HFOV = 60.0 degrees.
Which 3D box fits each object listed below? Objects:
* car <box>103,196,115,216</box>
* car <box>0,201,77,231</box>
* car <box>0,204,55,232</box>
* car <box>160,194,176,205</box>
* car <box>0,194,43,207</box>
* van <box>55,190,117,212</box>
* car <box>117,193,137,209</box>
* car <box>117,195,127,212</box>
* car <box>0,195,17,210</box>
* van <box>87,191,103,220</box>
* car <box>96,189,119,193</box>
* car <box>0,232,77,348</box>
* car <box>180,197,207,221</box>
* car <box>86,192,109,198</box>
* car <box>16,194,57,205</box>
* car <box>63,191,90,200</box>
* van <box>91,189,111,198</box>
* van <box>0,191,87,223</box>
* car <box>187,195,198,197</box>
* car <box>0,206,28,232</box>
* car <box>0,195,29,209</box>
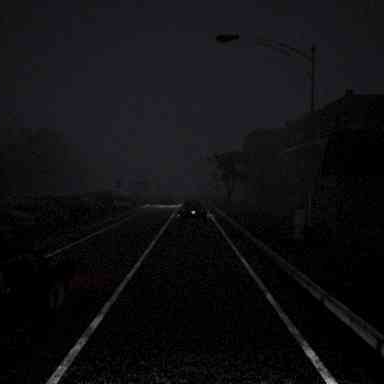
[{"bbox_3d":[-8.972,1.279,25.942,5.008,1.535,2.097,0,1,0],"label":"car"},{"bbox_3d":[-8.993,1.406,17.530,4.792,1.488,2.163,0,1,0],"label":"car"},{"bbox_3d":[-8.956,1.440,14.723,4.674,1.452,2.002,0,0,0],"label":"car"},{"bbox_3d":[-3.346,1.002,47.053,1.882,1.535,5.008,0,0,0],"label":"car"},{"bbox_3d":[-21.898,1.074,41.813,5.366,1.575,1.946,0,1,0],"label":"car"},{"bbox_3d":[-9.099,1.018,28.742,4.442,1.987,1.878,0,1,0],"label":"van"},{"bbox_3d":[-8.806,1.169,34.351,5.366,1.575,1.946,0,1,0],"label":"car"},{"bbox_3d":[-8.990,1.248,31.548,4.674,1.452,2.002,0,1,0],"label":"car"},{"bbox_3d":[-22.081,1.149,36.263,4.892,1.521,2.231,0,1,0],"label":"car"},{"bbox_3d":[-8.856,1.088,23.132,4.442,1.987,1.878,0,1,0],"label":"van"},{"bbox_3d":[-8.968,0.884,37.151,5.566,2.045,2.435,0,1,0],"label":"car"},{"bbox_3d":[-3.351,1.566,4.756,1.895,1.301,4.718,0,0,0],"label":"car"},{"bbox_3d":[0.093,1.350,25.046,1.994,1.385,4.181,0,1,0],"label":"car"},{"bbox_3d":[-22.173,0.655,77.892,4.792,1.488,2.163,0,1,0],"label":"car"},{"bbox_3d":[-22.064,1.035,47.364,4.792,1.488,2.163,0,1,0],"label":"car"},{"bbox_3d":[-22.152,0.669,64.014,4.553,1.767,2.185,0,1,0],"label":"car"},{"bbox_3d":[-22.031,0.366,80.663,4.442,1.987,1.878,0,1,0],"label":"van"},{"bbox_3d":[-9.085,1.119,20.330,4.442,1.987,1.878,0,1,0],"label":"van"},{"bbox_3d":[0.087,1.124,41.298,1.812,1.442,4.674,0,1,0],"label":"car"},{"bbox_3d":[-8.961,1.422,11.919,4.892,1.521,2.231,0,0,0],"label":"car"},{"bbox_3d":[-22.108,1.142,39.038,4.792,1.488,2.163,0,1,0],"label":"car"}]
